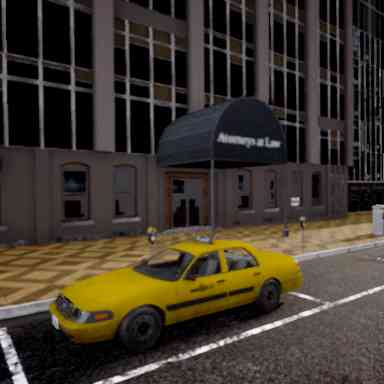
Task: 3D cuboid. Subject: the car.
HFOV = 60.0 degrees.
[{"bbox_3d":[0.025,1.525,6.128,4.829,1.417,1.752,0,-1,-35],"label":"car"}]
